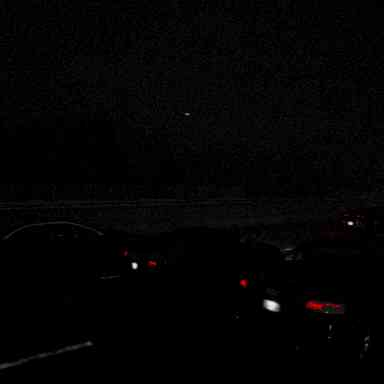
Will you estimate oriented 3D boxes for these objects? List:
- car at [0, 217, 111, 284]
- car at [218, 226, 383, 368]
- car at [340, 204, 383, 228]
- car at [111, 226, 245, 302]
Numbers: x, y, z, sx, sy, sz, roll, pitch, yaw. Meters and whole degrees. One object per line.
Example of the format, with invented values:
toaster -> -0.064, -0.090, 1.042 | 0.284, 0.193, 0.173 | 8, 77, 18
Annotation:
car -> -3.834, 1.492, 9.610 | 4.902, 1.511, 2.128 | 0, 0, -36
car -> 2.743, 1.564, 5.827 | 4.181, 1.385, 1.994 | 0, 0, -36
car -> 10.888, 1.505, 20.114 | 4.892, 1.490, 1.837 | 0, 0, -36
car -> 0.400, 1.564, 8.331 | 4.181, 1.385, 1.994 | 0, 0, -36
